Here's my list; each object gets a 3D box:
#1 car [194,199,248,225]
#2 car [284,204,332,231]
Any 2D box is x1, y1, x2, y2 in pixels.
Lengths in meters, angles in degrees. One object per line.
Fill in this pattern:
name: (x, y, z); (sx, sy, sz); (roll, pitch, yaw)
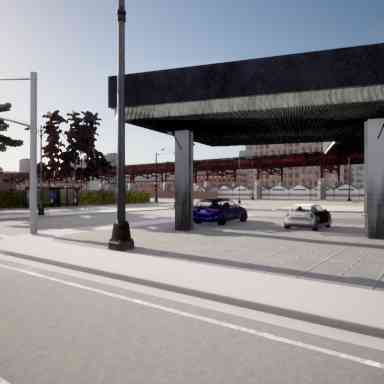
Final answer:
car: (2.032, 1.295, 22.995); (2.242, 1.667, 4.611); (0, 0, 37)
car: (7.112, 1.456, 20.206); (1.970, 1.475, 3.806); (0, 0, 37)
